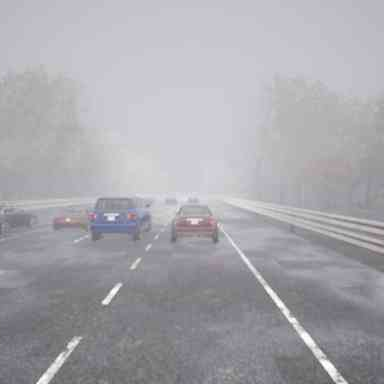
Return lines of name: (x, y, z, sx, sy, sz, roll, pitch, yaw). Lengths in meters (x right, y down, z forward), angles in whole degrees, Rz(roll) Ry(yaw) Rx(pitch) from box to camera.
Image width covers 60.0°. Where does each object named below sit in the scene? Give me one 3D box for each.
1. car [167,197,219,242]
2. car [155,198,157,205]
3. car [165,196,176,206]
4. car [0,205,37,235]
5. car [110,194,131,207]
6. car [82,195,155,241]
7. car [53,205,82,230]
car: (0.118, 1.313, 16.353, 2.097, 1.767, 4.553, 0, 0, 0)
car: (-6.820, 1.351, 53.300, 1.882, 1.535, 5.008, 0, 0, 0)
car: (-3.318, 1.351, 53.665, 1.882, 1.535, 5.008, 0, 0, 0)
car: (-10.380, 1.442, 18.342, 2.128, 1.511, 4.902, 0, 0, 0)
car: (-10.327, 1.233, 48.676, 2.097, 1.767, 4.553, 0, 0, 0)
car: (-3.381, 1.181, 16.633, 2.150, 2.045, 5.566, 0, 0, 0)
car: (-6.875, 1.512, 20.485, 1.994, 1.385, 4.181, 0, 0, 0)
